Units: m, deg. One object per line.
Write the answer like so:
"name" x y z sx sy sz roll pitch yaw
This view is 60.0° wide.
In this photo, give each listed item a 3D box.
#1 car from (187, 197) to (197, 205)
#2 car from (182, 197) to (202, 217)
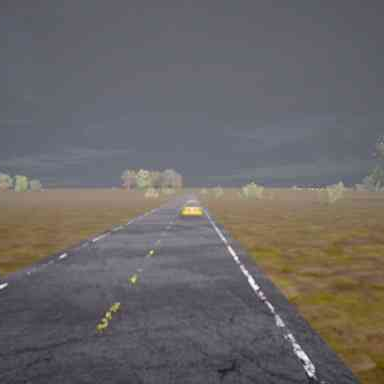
"car" -0.014 1.621 61.962 1.895 1.301 4.718 0 0 0
"car" -0.004 1.502 30.927 1.801 1.575 5.366 0 0 0
